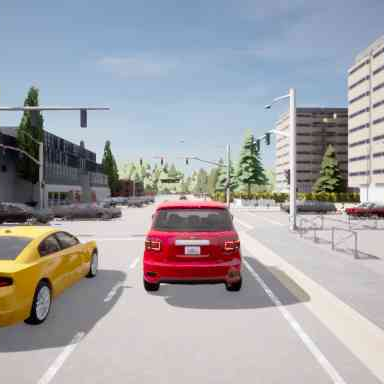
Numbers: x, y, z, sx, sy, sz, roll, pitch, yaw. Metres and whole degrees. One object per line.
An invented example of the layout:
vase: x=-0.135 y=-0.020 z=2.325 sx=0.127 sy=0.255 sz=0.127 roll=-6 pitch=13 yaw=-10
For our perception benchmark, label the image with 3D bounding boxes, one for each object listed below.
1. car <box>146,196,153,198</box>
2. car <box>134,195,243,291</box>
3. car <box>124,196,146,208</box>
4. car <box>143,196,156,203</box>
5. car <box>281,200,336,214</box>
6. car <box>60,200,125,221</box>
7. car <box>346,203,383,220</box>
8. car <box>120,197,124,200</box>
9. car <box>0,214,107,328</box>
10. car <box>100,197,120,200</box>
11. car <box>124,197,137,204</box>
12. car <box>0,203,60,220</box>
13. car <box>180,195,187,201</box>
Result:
car: x=-8.648 y=1.492 z=59.490 sx=2.128 sy=1.511 sz=4.902 roll=0 pitch=0 yaw=-1
car: x=0.016 y=1.221 z=9.112 sx=2.150 sy=2.045 sz=5.566 roll=0 pitch=0 yaw=0
car: x=-8.390 y=1.505 z=49.279 sx=1.837 sy=1.490 sz=4.892 roll=0 pitch=0 yaw=-2
car: x=-8.862 y=1.540 z=69.854 sx=2.033 sy=1.411 sz=5.357 roll=0 pitch=0 yaw=-2
car: x=12.084 y=1.547 z=34.580 sx=5.357 sy=1.411 sz=2.033 roll=0 pitch=0 yaw=-2
car: x=-8.305 y=1.547 z=26.275 sx=5.357 sy=1.411 sz=2.033 roll=0 pitch=0 yaw=-5
car: x=15.426 y=1.601 z=27.473 sx=4.718 sy=1.301 sz=1.895 roll=0 pitch=0 yaw=-2
car: x=-12.063 y=1.547 z=56.111 sx=2.033 sy=1.411 sz=5.357 roll=0 pitch=0 yaw=-1
car: x=-3.478 y=1.478 z=7.125 sx=1.882 sy=1.535 sz=5.008 roll=0 pitch=0 yaw=0
car: x=-11.793 y=1.492 z=45.859 sx=2.128 sy=1.511 sz=4.902 roll=0 pitch=0 yaw=-2
car: x=-12.286 y=1.601 z=66.397 sx=1.895 sy=1.301 sz=4.718 roll=0 pitch=0 yaw=-1
car: x=-11.949 y=1.507 z=22.536 sx=4.892 sy=1.490 sz=1.837 roll=-1 pitch=0 yaw=-3
car: x=-2.336 y=1.524 z=87.193 sx=1.812 sy=1.442 sz=4.674 roll=0 pitch=0 yaw=-2
